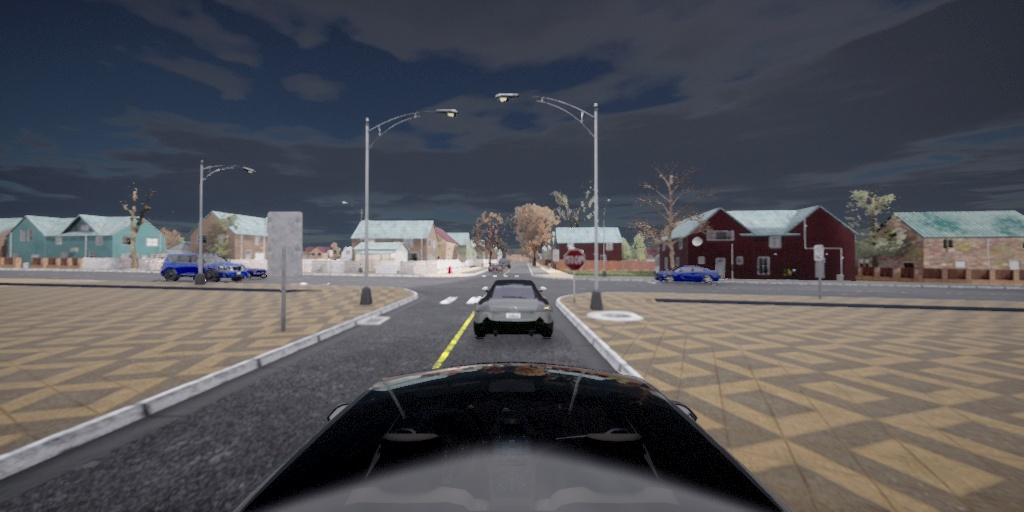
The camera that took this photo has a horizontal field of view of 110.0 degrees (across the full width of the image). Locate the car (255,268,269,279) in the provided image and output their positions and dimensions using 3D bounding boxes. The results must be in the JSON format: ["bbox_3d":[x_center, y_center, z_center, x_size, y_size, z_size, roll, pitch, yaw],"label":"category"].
[{"bbox_3d":[-22.168,1.275,29.101,4.718,1.301,1.895,0,-1,8],"label":"car"}]

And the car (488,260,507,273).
[{"bbox_3d":[-2.177,1.592,49.332,1.994,1.385,4.181,0,0,2],"label":"car"}]

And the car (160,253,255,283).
[{"bbox_3d":[-22.134,0.855,25.823,5.566,2.045,2.150,0,-1,8],"label":"car"}]

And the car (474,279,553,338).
[{"bbox_3d":[0.059,1.360,10.334,1.994,1.385,4.181,0,0,1],"label":"car"}]

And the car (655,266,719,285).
[{"bbox_3d":[14.980,1.604,30.815,5.008,1.535,1.882,1,-1,8],"label":"car"}]
